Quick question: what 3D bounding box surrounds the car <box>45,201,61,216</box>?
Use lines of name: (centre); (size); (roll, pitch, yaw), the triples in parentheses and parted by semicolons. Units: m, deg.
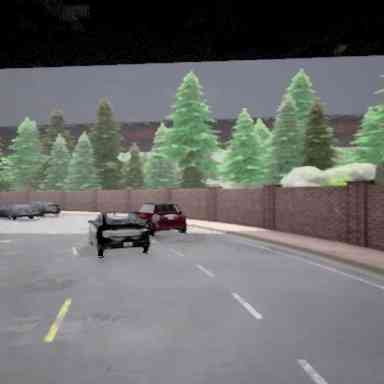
car: (-14.857, 1.608, 32.411); (4.902, 1.511, 2.128); (0, 0, 33)

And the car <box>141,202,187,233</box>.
car: (-2.116, 1.372, 19.068); (2.097, 1.767, 4.553); (0, 0, -29)

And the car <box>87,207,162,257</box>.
car: (-3.011, 1.517, 13.250); (2.128, 1.511, 4.902); (0, 0, -22)

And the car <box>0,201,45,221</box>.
car: (-15.464, 1.668, 28.880); (5.357, 1.411, 2.033); (0, 0, 34)
